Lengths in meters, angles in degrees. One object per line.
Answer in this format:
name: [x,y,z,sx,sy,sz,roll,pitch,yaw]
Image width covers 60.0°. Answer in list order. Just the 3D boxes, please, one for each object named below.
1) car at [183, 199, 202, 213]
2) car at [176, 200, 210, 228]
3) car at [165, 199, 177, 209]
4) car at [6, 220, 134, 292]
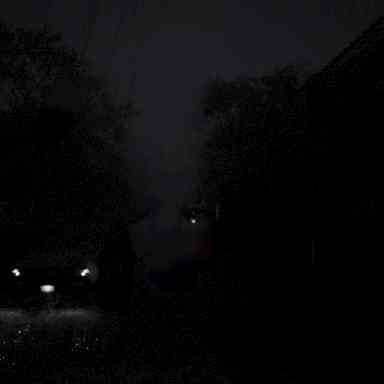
car: [0.033,1.641,39.536,2.128,1.511,4.902,0,-1,0]
car: [0.090,1.491,22.100,1.837,1.490,4.892,0,0,0]
car: [-2.955,1.857,50.553,1.812,1.442,4.674,0,-1,0]
car: [-2.846,1.512,9.217,2.033,1.411,5.357,0,0,0]
